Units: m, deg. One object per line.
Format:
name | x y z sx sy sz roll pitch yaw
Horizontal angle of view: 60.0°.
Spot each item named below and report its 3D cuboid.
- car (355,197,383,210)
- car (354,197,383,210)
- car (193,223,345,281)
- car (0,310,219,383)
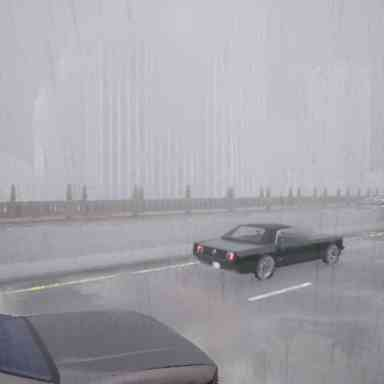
car | 21.900 1.324 40.119 4.892 1.490 1.837 0 0 -34
car | 15.193 1.380 27.206 4.892 1.490 1.837 0 0 -34
car | 2.437 1.567 9.767 4.718 1.301 1.895 0 0 -35
car | -2.295 1.551 2.108 5.357 1.411 2.033 0 0 -36
